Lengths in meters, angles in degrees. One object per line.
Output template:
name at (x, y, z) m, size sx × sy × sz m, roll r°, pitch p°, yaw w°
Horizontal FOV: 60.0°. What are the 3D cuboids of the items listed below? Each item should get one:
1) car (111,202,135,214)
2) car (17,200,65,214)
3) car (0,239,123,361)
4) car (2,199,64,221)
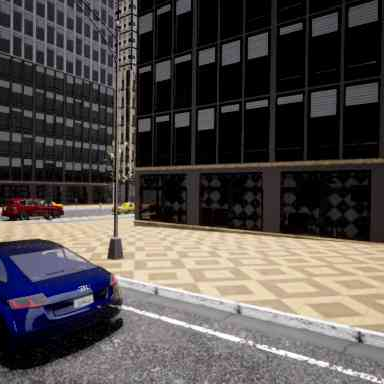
car at (-7.071, 1.830, 38.420) m, size 1.752 × 1.417 × 4.829 m, roll 1°, pitch 0°, yaw 36°
car at (-17.367, 1.643, 38.546) m, size 1.752 × 1.417 × 4.829 m, roll 1°, pitch 0°, yaw 36°
car at (-3.235, 1.561, 5.973) m, size 4.181 × 1.385 × 1.994 m, roll 0°, pitch 0°, yaw 34°
car at (-13.835, 1.520, 29.184) m, size 2.192 × 1.841 × 5.009 m, roll 1°, pitch 0°, yaw 36°
